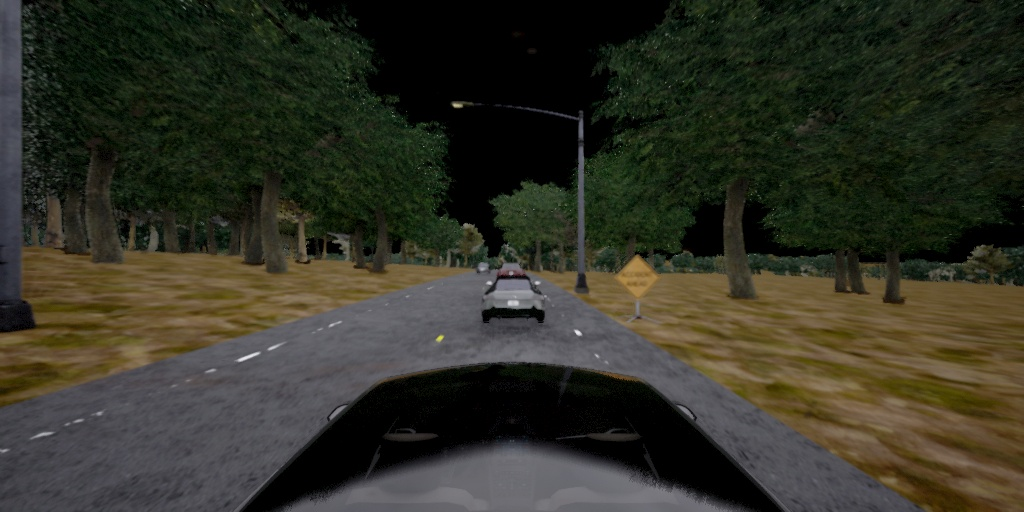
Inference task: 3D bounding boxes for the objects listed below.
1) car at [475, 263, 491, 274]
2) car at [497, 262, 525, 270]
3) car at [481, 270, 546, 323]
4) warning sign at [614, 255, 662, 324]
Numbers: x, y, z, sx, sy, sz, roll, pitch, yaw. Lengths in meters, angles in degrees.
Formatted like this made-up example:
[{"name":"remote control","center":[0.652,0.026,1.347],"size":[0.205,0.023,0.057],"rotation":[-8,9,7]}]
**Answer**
[{"name":"car","center":[-3.980,1.734,50.062],"size":[2.128,1.511,4.902],"rotation":[0,-1,-1]},{"name":"car","center":[-0.050,1.231,27.482],"size":[2.097,1.767,4.553],"rotation":[0,-1,0]},{"name":"car","center":[0.044,1.343,12.342],"size":[1.994,1.385,4.181],"rotation":[0,0,0]},{"name":"warning sign","center":[3.539,0.888,10.105],"size":[1.300,1.860,1.060],"rotation":[0,0,0]}]
